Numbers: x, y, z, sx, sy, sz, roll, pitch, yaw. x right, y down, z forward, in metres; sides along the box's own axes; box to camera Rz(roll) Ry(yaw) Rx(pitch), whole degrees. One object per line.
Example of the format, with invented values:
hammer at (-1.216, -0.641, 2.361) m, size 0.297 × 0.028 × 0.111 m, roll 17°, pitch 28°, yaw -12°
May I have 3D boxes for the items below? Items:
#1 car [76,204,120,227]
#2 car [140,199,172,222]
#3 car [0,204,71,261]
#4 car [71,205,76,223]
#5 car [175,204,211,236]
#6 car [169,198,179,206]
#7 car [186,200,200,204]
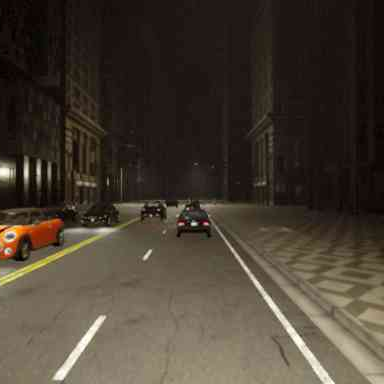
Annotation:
car at (-6.519, 1.631, 24.213) m, size 1.837 × 1.490 × 4.892 m, roll 0°, pitch -1°, yaw 0°
car at (-3.162, 1.633, 28.126) m, size 2.128 × 1.511 × 4.902 m, roll 0°, pitch 0°, yaw 0°
car at (-6.543, 1.415, 12.462) m, size 2.097 × 1.767 × 4.553 m, roll 0°, pitch 0°, yaw 0°
car at (-9.769, 1.615, 24.230) m, size 2.128 × 1.511 × 4.902 m, roll 0°, pitch 0°, yaw 0°
car at (0.090, 1.643, 18.866) m, size 2.033 × 1.411 × 5.357 m, roll 0°, pitch 0°, yaw 0°
car at (-3.171, 1.751, 53.581) m, size 1.882 × 1.535 × 5.008 m, roll 0°, pitch -1°, yaw 0°
car at (0.084, 1.706, 42.062) m, size 2.128 × 1.511 × 4.902 m, roll 0°, pitch 0°, yaw 0°
